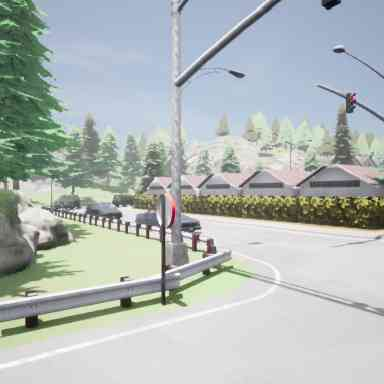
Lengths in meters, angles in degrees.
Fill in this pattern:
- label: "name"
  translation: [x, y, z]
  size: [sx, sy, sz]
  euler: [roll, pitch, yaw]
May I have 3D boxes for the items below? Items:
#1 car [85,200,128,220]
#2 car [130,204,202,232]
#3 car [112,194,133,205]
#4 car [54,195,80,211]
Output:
- label: "car"
  translation: [-8.032, 1.739, 30.036]
  size: [2.033, 1.411, 5.357]
  euler: [0, 0, -35]
- label: "car"
  translation: [-1.674, 1.739, 20.972]
  size: [2.033, 1.411, 5.357]
  euler: [0, 0, -38]
- label: "car"
  translation: [-10.393, 1.398, 54.114]
  size: [2.150, 2.045, 5.566]
  euler: [0, 0, 37]
- label: "car"
  translation: [-16.741, 1.404, 44.896]
  size: [2.150, 2.045, 5.566]
  euler: [-1, 0, -4]
